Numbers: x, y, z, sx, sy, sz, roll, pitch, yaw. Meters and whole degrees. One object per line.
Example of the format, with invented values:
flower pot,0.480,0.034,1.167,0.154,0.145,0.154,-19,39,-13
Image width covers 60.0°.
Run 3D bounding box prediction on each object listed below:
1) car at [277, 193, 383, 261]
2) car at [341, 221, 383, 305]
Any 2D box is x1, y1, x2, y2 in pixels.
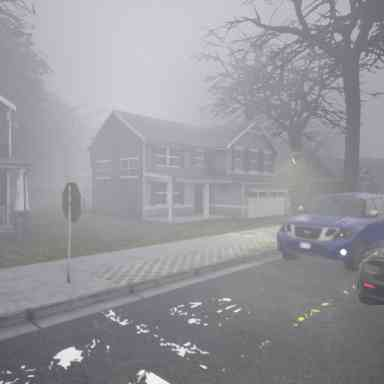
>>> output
car,4.986,1.065,10.887,2.150,2.045,5.566,1,1,45
car,4.895,1.439,6.754,1.812,1.442,4.674,1,1,45
